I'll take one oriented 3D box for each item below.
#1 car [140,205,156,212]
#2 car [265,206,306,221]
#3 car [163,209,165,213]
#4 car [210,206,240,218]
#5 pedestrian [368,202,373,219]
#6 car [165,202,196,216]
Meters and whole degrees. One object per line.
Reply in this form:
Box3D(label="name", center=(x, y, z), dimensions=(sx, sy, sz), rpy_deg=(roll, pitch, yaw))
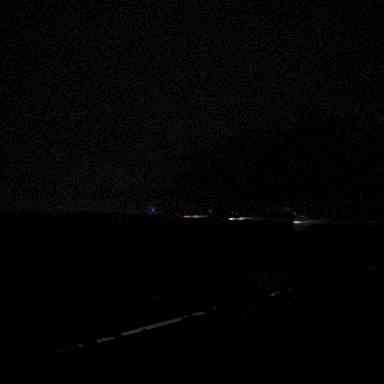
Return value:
Box3D(label="car", center=(-9.418, 3.569, 71.262), dimensions=(1.812, 1.442, 4.674), rpy_deg=(1, -2, -33))
Box3D(label="car", center=(9.793, 2.259, 35.342), dimensions=(1.812, 1.442, 4.674), rpy_deg=(1, -2, -33))
Box3D(label="car", center=(-3.704, 3.347, 62.699), dimensions=(1.895, 1.301, 4.718), rpy_deg=(1, -2, -33))
Box3D(label="car", center=(4.270, 2.581, 43.776), dimensions=(1.837, 1.490, 4.892), rpy_deg=(1, -2, -33))
Box3D(label="pedestrian", center=(18.911, 1.917, 35.292), dimensions=(0.375, 1.860, 0.375), rpy_deg=(-2, 1, -33))
Box3D(label="car", center=(-1.591, 2.644, 52.755), dimensions=(2.150, 2.045, 5.566), rpy_deg=(1, -2, -33))
